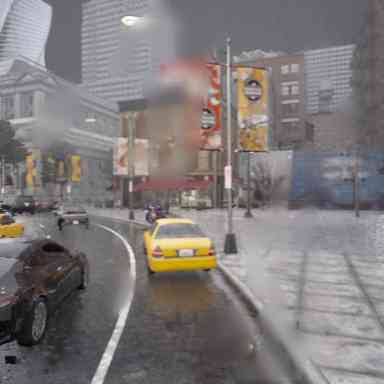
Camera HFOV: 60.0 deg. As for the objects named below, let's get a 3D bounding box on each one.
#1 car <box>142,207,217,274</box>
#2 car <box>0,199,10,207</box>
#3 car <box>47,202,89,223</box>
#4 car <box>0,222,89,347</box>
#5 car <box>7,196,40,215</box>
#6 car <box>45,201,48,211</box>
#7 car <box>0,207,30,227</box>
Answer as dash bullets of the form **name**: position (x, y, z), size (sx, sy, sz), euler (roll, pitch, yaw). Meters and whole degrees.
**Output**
- **car**: position (-0.609, 1.491, 10.730), size (1.801, 1.575, 5.366), euler (0, 0, -10)
- **car**: position (-19.406, 1.731, 31.608), size (2.128, 1.511, 4.902), euler (0, 0, -44)
- **car**: position (-8.157, 1.618, 22.238), size (2.128, 1.511, 4.902), euler (0, 0, -27)
- **car**: position (-3.283, 1.569, 6.199), size (1.812, 1.442, 4.674), euler (0, 0, -4)
- **car**: position (-18.907, 1.468, 35.899), size (5.566, 2.045, 2.150), euler (-1, -1, 43)
- **car**: position (-13.651, 1.800, 35.439), size (1.895, 1.301, 4.718), euler (0, 0, -40)
- **car**: position (-8.132, 1.578, 13.315), size (1.882, 1.535, 5.008), euler (0, 0, -15)
